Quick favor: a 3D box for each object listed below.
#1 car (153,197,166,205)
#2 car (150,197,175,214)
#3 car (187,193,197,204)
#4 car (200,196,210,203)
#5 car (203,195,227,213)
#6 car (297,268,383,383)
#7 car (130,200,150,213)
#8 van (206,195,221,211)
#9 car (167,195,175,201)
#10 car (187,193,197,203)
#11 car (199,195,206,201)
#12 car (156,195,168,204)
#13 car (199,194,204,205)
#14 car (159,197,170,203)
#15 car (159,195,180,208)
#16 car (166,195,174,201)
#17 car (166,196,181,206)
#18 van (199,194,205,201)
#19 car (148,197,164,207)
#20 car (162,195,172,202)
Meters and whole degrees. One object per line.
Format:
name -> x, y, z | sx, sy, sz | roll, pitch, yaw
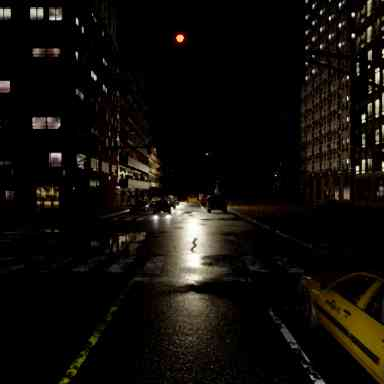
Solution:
car -> -5.696, 1.582, 58.477 | 1.887, 1.381, 4.507 | 0, 0, 0
car -> -3.123, 1.558, 35.280 | 2.033, 1.411, 5.357 | 0, 0, -4
car -> 0.098, 1.526, 65.386 | 1.882, 1.535, 5.008 | 0, 0, 0
car -> 2.684, 1.600, 69.532 | 1.887, 1.381, 4.507 | 0, 0, 0
car -> 2.684, 1.326, 36.372 | 2.192, 1.841, 5.009 | 0, 0, 0
car -> 2.686, 1.525, 4.129 | 1.752, 1.417, 4.829 | 0, 0, 0
car -> -5.694, 1.562, 36.371 | 2.008, 1.369, 4.403 | 0, 0, 0
van -> 2.684, 1.357, 41.898 | 1.690, 1.788, 3.998 | 0, 0, 0
car -> -5.697, 1.642, 91.637 | 1.887, 1.381, 4.507 | 0, 0, 0
car -> 0.000, 1.291, 75.861 | 2.150, 2.045, 5.566 | 0, 0, 0
car -> 2.684, 1.611, 86.281 | 1.752, 1.417, 4.829 | 0, 0, 0
car -> -5.697, 1.487, 64.005 | 1.967, 1.590, 4.097 | 0, 0, 0
car -> 2.683, 1.353, 58.478 | 2.192, 1.841, 5.009 | 0, 0, 0
car -> -5.696, 1.637, 69.532 | 1.802, 1.307, 4.206 | 0, 0, 0
car -> -3.090, 1.567, 45.408 | 2.033, 1.411, 5.357 | 0, 0, 0
car -> -5.696, 1.611, 85.941 | 1.752, 1.417, 4.829 | 0, 0, 0
car -> -3.047, 1.525, 55.601 | 2.128, 1.511, 4.902 | 0, 0, 0
van -> 2.682, 1.439, 91.637 | 1.690, 1.788, 3.998 | 0, 0, 0
car -> -5.695, 1.580, 52.951 | 2.008, 1.369, 4.403 | 0, 0, 0
car -> -5.697, 1.505, 75.058 | 1.967, 1.590, 4.097 | 0, 0, 0
